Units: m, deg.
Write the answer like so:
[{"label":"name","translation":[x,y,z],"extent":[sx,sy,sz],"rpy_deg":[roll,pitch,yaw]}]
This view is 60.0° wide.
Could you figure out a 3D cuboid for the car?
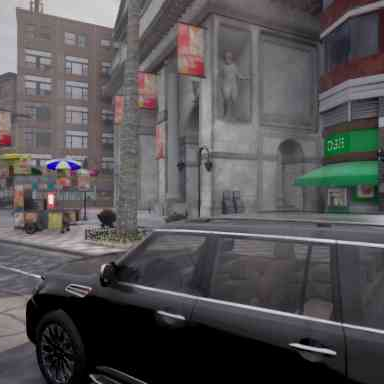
[{"label":"car","translation":[0.524,1.221,3.518],"extent":[5.566,2.045,2.150],"rpy_deg":[0,0,36]}]
